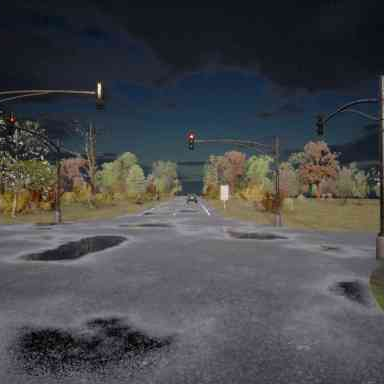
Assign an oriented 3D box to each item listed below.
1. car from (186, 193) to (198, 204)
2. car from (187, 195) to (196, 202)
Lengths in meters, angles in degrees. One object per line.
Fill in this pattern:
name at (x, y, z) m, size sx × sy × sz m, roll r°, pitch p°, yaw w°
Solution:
car at (-0.009, 1.293, 67.647) m, size 2.150 × 2.045 × 5.566 m, roll 0°, pitch 0°, yaw 0°
car at (-0.011, 1.465, 78.038) m, size 2.033 × 1.411 × 5.357 m, roll 0°, pitch 0°, yaw 0°
